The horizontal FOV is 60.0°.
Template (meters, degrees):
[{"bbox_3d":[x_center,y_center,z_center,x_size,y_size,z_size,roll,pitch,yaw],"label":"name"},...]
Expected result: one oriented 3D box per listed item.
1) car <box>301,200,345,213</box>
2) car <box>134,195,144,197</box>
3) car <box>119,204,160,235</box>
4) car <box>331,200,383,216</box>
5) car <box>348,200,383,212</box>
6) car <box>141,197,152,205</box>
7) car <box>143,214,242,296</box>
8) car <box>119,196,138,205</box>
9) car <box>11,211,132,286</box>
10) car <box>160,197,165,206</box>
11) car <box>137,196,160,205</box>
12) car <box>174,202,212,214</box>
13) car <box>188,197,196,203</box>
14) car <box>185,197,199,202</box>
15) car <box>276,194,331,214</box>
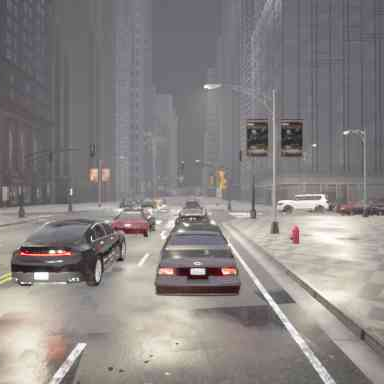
[{"bbox_3d":[15.211,1.660,38.779,4.313,1.339,1.947,0,0,-1],"label":"car"},{"bbox_3d":[-9.777,1.518,60.783,2.150,2.045,5.566,0,0,0],"label":"car"},{"bbox_3d":[-3.138,1.600,18.282,1.994,1.385,4.181,0,0,0],"label":"car"},{"bbox_3d":[15.335,1.575,30.255,4.206,1.307,1.802,0,0,-1],"label":"car"},{"bbox_3d":[20.851,1.641,38.863,4.313,1.339,1.947,0,0,-1],"label":"car"},{"bbox_3d":[-9.703,1.901,71.129,1.812,1.442,4.674,0,0,0],"label":"car"},{"bbox_3d":[0.112,1.557,8.796,2.033,1.411,5.357,0,0,0],"label":"car"},{"bbox_3d":[-9.841,1.731,50.763,1.837,1.490,4.892,0,0,-2],"label":"car"},{"bbox_3d":[-3.144,1.515,9.381,1.837,1.490,4.892,0,0,0],"label":"car"},{"bbox_3d":[-6.531,1.644,60.157,2.097,1.767,4.553,0,0,0],"label":"car"},{"bbox_3d":[-6.561,1.774,50.875,2.033,1.411,5.357,0,0,0],"label":"car"},{"bbox_3d":[0.059,1.542,18.534,1.837,1.490,4.892,0,0,1],"label":"car"},{"bbox_3d":[0.057,2.051,85.701,1.994,1.385,4.181,0,0,0],"label":"car"},{"bbox_3d":[0.050,1.692,49.007,1.882,1.535,5.008,0,0,0],"label":"car"},{"bbox_3d":[11.811,1.294,35.989,5.566,2.045,2.150,0,-1,0],"label":"car"}]
